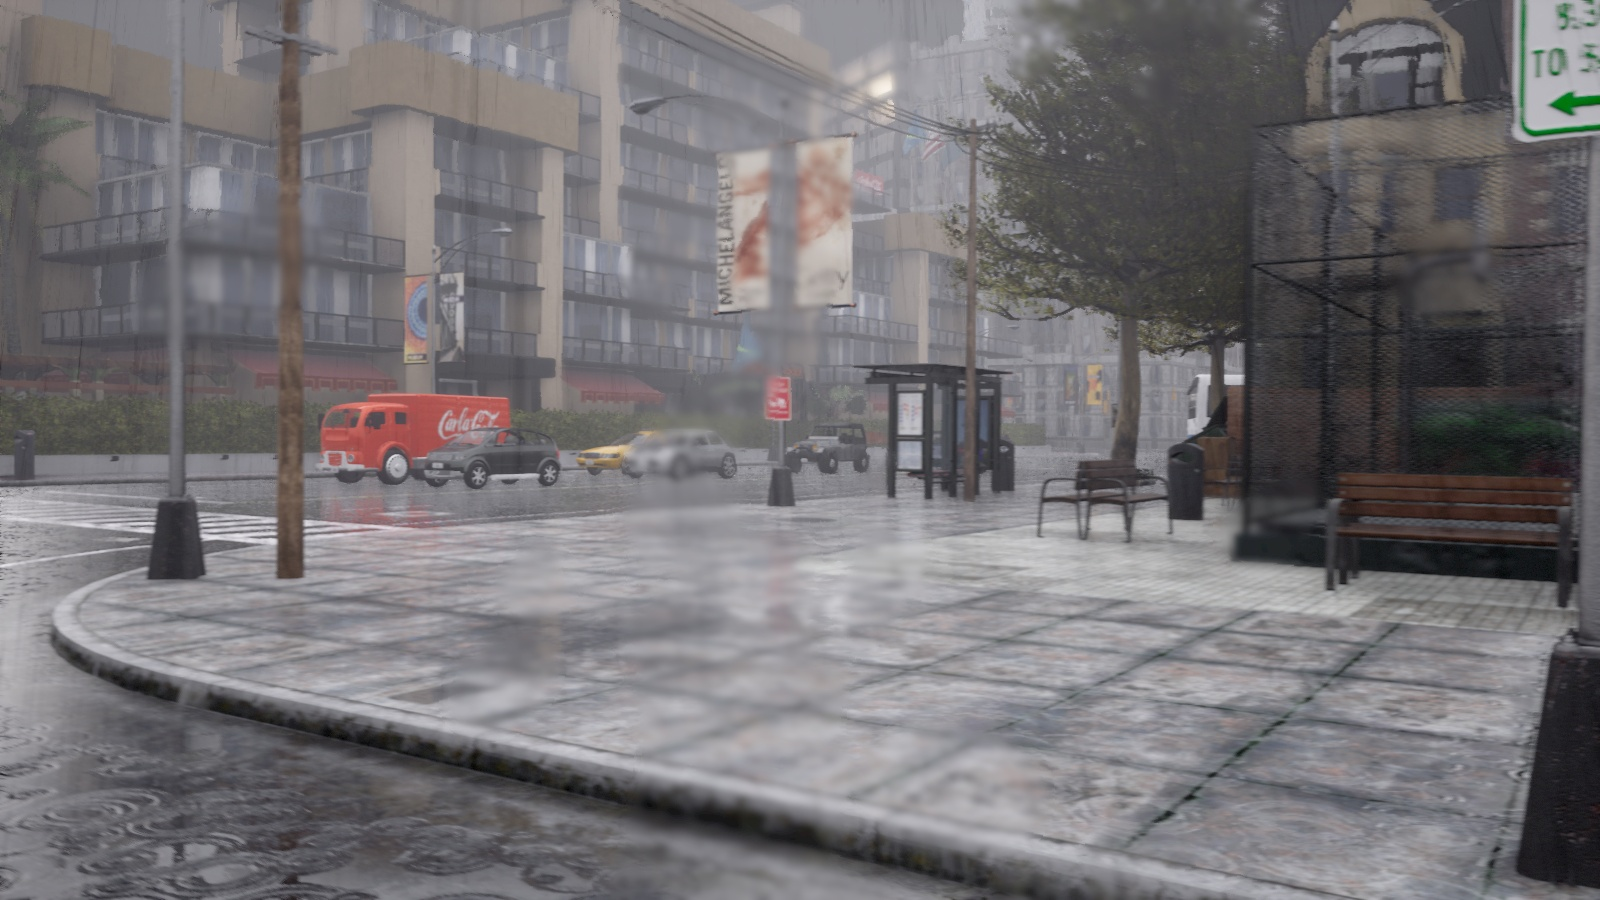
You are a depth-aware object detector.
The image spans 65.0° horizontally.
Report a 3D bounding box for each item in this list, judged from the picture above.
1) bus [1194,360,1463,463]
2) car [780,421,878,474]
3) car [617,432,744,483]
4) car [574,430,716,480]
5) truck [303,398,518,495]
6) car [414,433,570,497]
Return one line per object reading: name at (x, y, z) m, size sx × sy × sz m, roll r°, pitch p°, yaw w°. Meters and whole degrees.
bus at (22.905, -1.605, 55.142) m, size 10.273 × 4.253 × 3.944 m, roll 0°, pitch 0°, yaw 10°
car at (1.121, -0.121, 46.654) m, size 1.905 × 1.878 × 3.866 m, roll 0°, pitch 1°, yaw 33°
car at (-3.688, 0.194, 39.273) m, size 1.970 × 1.475 × 3.806 m, roll 0°, pitch 1°, yaw 33°
car at (-5.246, 0.127, 43.289) m, size 1.801 × 1.575 × 5.366 m, roll 0°, pitch 1°, yaw 33°
truck at (-10.701, -0.135, 34.934) m, size 2.627 × 2.467 × 5.204 m, roll 0°, pitch 1°, yaw 33°
car at (-7.962, 0.335, 32.741) m, size 1.789 × 1.549 × 3.705 m, roll 0°, pitch 1°, yaw 33°
